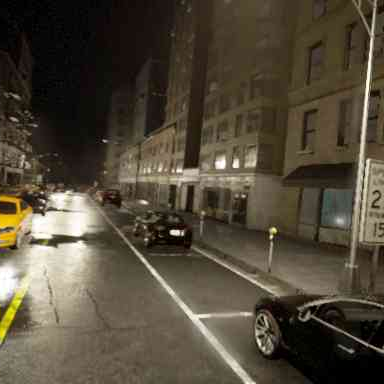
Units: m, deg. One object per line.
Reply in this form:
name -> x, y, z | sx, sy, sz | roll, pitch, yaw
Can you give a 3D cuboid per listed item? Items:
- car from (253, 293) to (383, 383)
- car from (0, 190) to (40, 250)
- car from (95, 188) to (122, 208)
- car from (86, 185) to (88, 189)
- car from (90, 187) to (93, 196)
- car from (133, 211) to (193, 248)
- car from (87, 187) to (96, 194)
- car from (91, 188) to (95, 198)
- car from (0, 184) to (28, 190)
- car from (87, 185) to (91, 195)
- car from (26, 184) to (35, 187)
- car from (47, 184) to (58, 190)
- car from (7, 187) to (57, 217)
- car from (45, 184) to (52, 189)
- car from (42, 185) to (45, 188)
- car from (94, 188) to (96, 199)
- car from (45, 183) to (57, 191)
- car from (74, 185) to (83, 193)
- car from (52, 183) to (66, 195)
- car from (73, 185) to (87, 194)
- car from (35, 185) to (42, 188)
car -> 2.333, 1.761, 3.599 | 1.947, 1.339, 4.313 | 4, 0, -19
car -> -6.669, 0.897, 11.409 | 1.882, 1.535, 5.008 | 5, 0, -20
car -> -8.520, 0.581, 34.722 | 2.192, 1.841, 5.009 | 4, 0, -19
car -> -19.408, -0.169, 65.846 | 1.967, 1.590, 4.097 | 4, 0, -19
car -> -13.977, 0.367, 50.284 | 1.887, 1.381, 4.507 | 4, 0, -19
car -> -1.291, 1.446, 13.974 | 1.947, 1.339, 4.313 | 4, 0, -19
car -> -23.098, -0.368, 76.382 | 1.752, 1.417, 4.829 | 4, 0, -19
car -> -12.164, 0.519, 45.097 | 2.008, 1.369, 4.403 | 4, 0, -19
car -> -14.684, 0.260, 26.554 | 1.752, 1.417, 4.829 | 4, 0, -19
car -> -17.595, -0.026, 60.658 | 1.967, 1.590, 4.097 | 4, 0, -19
car -> -16.557, 0.160, 31.902 | 1.802, 1.307, 4.206 | 4, 0, -19
car -> -32.873, -1.148, 78.587 | 1.947, 1.339, 4.313 | 4, 0, -19
car -> -10.144, 0.668, 21.362 | 2.033, 1.411, 5.357 | 5, 0, -19
car -> -23.805, -0.464, 52.651 | 1.887, 1.381, 4.507 | 4, 0, -19
car -> -20.122, -0.189, 42.115 | 1.752, 1.417, 4.829 | 4, 0, -19
car -> -10.406, 0.636, 40.071 | 1.752, 1.417, 4.829 | 4, 0, -19
car -> -31.050, -1.136, 73.400 | 1.967, 1.590, 4.097 | 4, 0, -19
car -> -27.075, -0.722, 79.162 | 1.837, 1.490, 4.892 | 5, 0, -19
car -> -21.349, -0.468, 53.759 | 2.128, 1.511, 4.902 | 5, 0, -19
car -> -23.060, -0.559, 67.712 | 2.097, 1.767, 4.553 | 5, 0, -19
car -> -18.359, -0.131, 37.089 | 1.967, 1.590, 4.097 | 4, 0, -19
